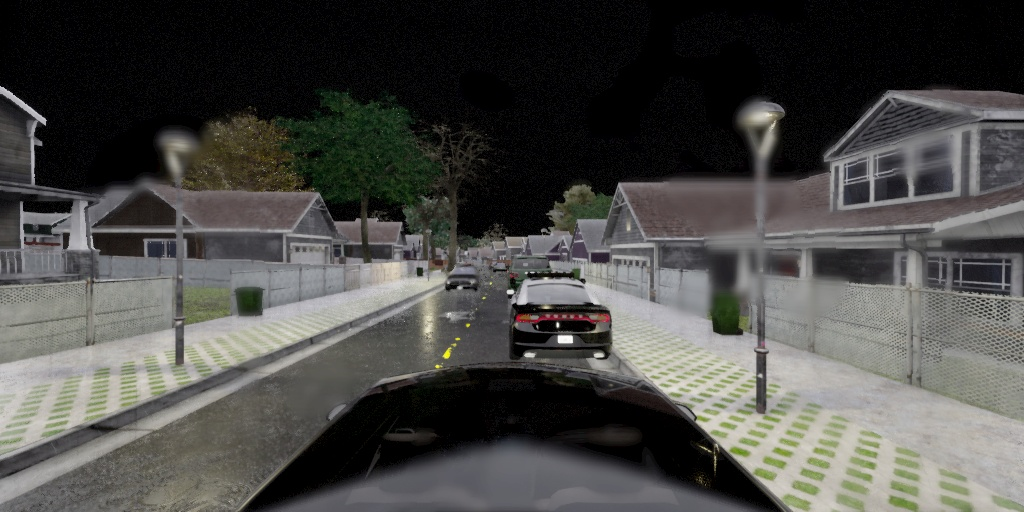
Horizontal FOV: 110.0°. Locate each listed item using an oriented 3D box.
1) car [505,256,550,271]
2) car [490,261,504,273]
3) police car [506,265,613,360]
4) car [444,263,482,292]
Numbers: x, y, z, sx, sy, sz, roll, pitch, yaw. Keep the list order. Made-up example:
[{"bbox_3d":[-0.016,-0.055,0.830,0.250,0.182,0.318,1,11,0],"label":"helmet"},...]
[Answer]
[{"bbox_3d":[0.847,1.001,18.479,2.150,2.045,5.566,0,0,-1],"label":"car"},{"bbox_3d":[-1.507,1.477,47.472,1.994,1.385,4.181,0,0,-4],"label":"car"},{"bbox_3d":[0.899,1.180,8.505,1.930,1.638,5.238,0,0,0],"label":"police car"},{"bbox_3d":[-2.850,1.332,21.896,2.033,1.411,5.357,0,0,-1],"label":"car"}]
